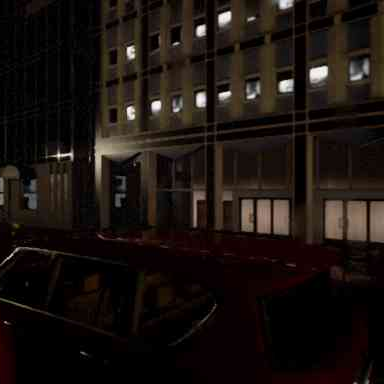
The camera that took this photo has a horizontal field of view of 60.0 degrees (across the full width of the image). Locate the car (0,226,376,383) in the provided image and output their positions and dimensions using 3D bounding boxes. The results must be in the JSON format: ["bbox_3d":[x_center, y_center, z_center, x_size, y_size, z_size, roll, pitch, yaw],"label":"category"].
[{"bbox_3d":[-0.857,1.305,3.489,5.009,1.841,2.192,0,0,35],"label":"car"}]
